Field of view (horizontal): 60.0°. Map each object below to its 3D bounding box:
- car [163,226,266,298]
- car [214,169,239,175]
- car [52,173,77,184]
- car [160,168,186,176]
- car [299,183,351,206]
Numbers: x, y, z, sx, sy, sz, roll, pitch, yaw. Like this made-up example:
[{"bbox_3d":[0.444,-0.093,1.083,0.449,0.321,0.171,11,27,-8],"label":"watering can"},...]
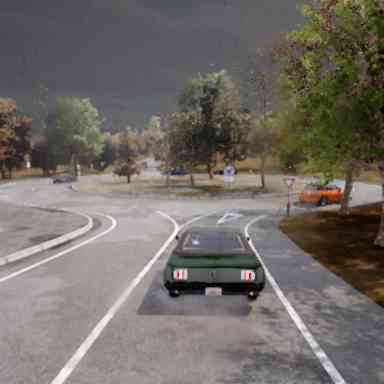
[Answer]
[{"bbox_3d":[0.505,1.493,8.245,1.895,1.301,4.718,0,1,3],"label":"car"},{"bbox_3d":[6.766,-3.969,65.539,4.718,1.301,1.895,2,7,18],"label":"car"},{"bbox_3d":[-17.721,-1.893,46.393,1.994,1.385,4.181,0,6,4],"label":"car"},{"bbox_3d":[-3.595,-3.791,62.894,5.008,1.535,1.882,-1,6,-9],"label":"car"},{"bbox_3d":[10.917,0.030,27.084,4.553,1.767,2.097,-5,8,-32],"label":"car"}]
